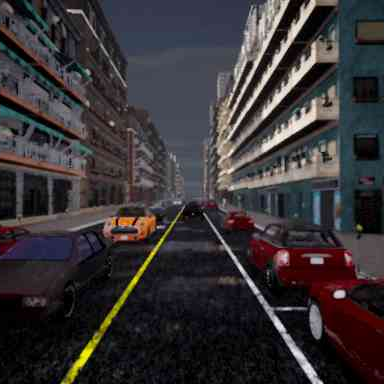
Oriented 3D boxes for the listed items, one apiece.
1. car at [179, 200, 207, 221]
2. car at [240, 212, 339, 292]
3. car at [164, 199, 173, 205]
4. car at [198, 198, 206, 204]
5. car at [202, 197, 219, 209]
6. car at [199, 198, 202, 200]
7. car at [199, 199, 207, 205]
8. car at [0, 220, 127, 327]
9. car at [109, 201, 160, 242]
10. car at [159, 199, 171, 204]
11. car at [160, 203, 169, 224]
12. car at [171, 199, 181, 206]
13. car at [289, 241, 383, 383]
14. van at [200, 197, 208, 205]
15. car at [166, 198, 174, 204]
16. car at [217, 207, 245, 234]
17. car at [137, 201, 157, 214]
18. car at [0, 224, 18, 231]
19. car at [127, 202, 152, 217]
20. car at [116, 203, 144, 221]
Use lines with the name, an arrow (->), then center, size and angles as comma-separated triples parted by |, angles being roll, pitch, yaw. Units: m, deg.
car -> 0.092, 1.769, 30.758 | 1.882, 1.535, 5.008 | 0, -1, 0
car -> 2.697, 1.527, 9.122 | 1.967, 1.590, 4.097 | 1, -1, 0
car -> -5.697, 2.327, 80.935 | 2.008, 1.369, 4.403 | 1, -1, 0
car -> 2.681, 2.452, 91.969 | 1.947, 1.339, 4.313 | 0, -1, 0
car -> 2.991, 1.845, 51.909 | 2.097, 1.767, 4.553 | 0, -1, 0
car -> 0.092, 1.939, 45.519 | 1.837, 1.490, 4.892 | 0, 0, 0
car -> 2.684, 2.321, 80.922 | 1.887, 1.381, 4.507 | 1, -1, 0
car -> -3.102, 1.620, 7.653 | 2.033, 1.411, 5.357 | 0, -1, 0
car -> -3.094, 1.517, 17.444 | 2.097, 1.767, 4.553 | 0, -1, 0
car -> -5.694, 2.165, 64.365 | 2.008, 1.369, 4.403 | 1, -1, 0
car -> -3.066, 1.859, 27.300 | 1.895, 1.301, 4.718 | 0, -1, 0
car -> -3.011, 2.177, 69.255 | 1.812, 1.442, 4.674 | 0, -1, 0
car -> 2.697, 1.580, 3.597 | 1.887, 1.381, 4.507 | 1, -1, 0
van -> 2.687, 2.063, 75.401 | 1.690, 1.788, 3.998 | 1, -1, 0
car -> -5.698, 2.382, 86.458 | 2.008, 1.369, 4.403 | 1, -1, 0
car -> 2.694, 1.773, 20.167 | 1.802, 1.307, 4.206 | 1, -1, 0
car -> -5.690, 1.946, 42.273 | 1.887, 1.381, 4.507 | 1, -1, 0
car -> -5.685, 1.632, 9.133 | 1.887, 1.381, 4.507 | 1, -1, 0
car -> -5.690, 1.899, 36.749 | 2.008, 1.369, 4.403 | 1, -1, 0
car -> -5.688, 1.819, 31.057 | 1.752, 1.417, 4.829 | 1, -1, 0
